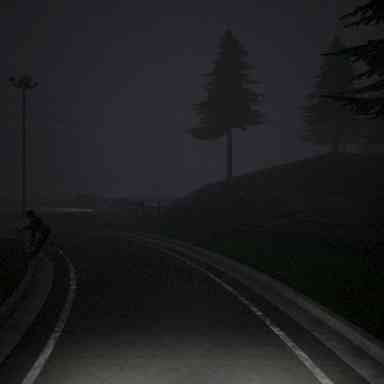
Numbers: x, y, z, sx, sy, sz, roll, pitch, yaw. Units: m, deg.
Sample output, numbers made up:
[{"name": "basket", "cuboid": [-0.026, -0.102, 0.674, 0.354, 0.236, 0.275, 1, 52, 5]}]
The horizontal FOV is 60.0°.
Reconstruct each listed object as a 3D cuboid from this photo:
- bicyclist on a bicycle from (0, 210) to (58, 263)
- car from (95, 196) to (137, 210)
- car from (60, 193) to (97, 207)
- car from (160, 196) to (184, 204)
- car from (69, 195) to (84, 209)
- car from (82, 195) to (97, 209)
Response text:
[{"name": "bicyclist on a bicycle", "cuboid": [-5.001, 1.400, 10.420, 1.656, 1.620, 0.582, 9, -5, -29]}, {"name": "car", "cuboid": [-9.142, 1.505, 41.705, 4.892, 1.490, 1.837, 0, 0, -44]}, {"name": "car", "cuboid": [-16.505, 1.223, 49.191, 5.566, 2.045, 2.150, 0, 0, -44]}, {"name": "car", "cuboid": [-3.686, 1.506, 61.556, 4.892, 1.490, 1.837, 1, 0, -44]}, {"name": "car", "cuboid": [-14.235, 1.525, 46.505, 4.674, 1.442, 1.812, 0, 0, -44]}, {"name": "car", "cuboid": [-11.586, 1.505, 44.211, 4.892, 1.490, 1.837, 0, 0, -44]}]
